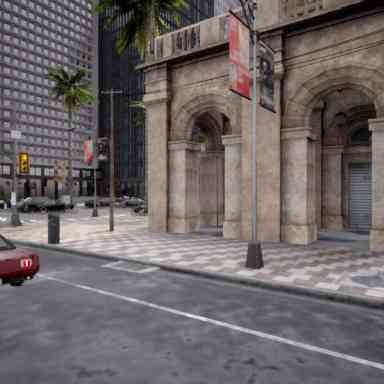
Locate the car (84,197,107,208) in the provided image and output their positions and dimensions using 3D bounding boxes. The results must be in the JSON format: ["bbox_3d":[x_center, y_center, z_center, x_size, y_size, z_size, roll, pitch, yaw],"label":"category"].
[{"bbox_3d":[-12.677,1.547,47.694,2.033,1.411,5.357,0,0,36],"label":"car"}]

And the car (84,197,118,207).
[{"bbox_3d":[-13.907,1.513,51.272,2.161,1.482,4.786,0,0,35],"label":"car"}]

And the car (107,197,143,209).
[{"bbox_3d":[-8.997,1.492,46.808,2.128,1.511,4.902,0,0,36],"label":"car"}]

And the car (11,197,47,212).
[{"bbox_3d":[-18.767,1.352,39.244,2.097,1.767,4.553,0,0,36],"label":"car"}]

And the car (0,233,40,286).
[{"bbox_3d":[-5.817,1.601,8.194,4.718,1.301,1.895,0,0,37],"label":"car"}]

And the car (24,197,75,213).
[{"bbox_3d":[-15.761,1.601,37.426,1.895,1.301,4.718,0,0,36],"label":"car"}]
